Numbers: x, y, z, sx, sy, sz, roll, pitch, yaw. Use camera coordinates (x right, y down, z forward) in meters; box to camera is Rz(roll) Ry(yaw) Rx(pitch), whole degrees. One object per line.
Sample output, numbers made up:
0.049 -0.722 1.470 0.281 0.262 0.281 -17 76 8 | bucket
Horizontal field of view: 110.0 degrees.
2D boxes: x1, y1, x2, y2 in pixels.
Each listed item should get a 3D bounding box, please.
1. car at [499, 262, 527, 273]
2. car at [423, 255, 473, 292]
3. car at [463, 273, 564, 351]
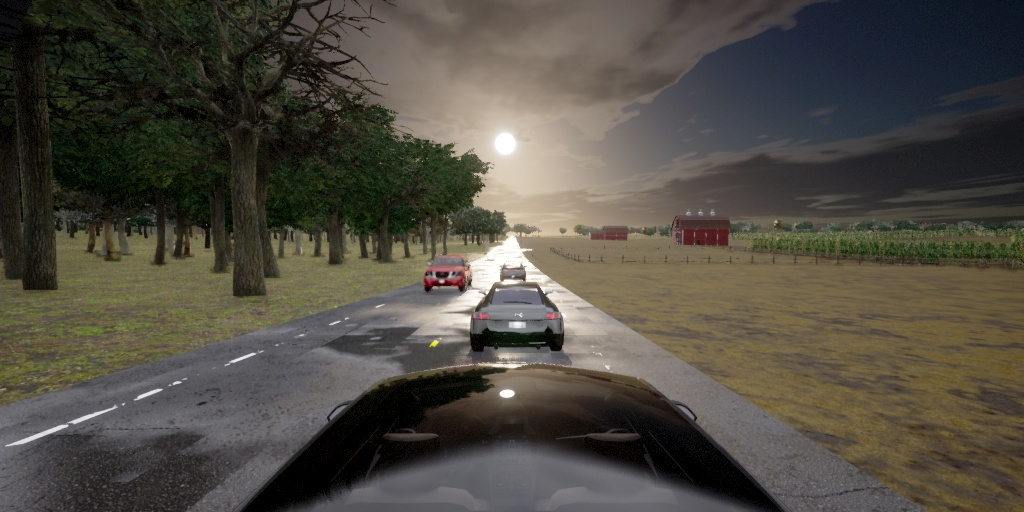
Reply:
0.075 1.165 26.659 2.128 1.511 4.902 0 1 0 | car
-3.619 0.938 21.215 2.150 2.045 5.566 0 0 0 | car
0.094 1.307 8.972 1.994 1.385 4.181 0 0 0 | car
